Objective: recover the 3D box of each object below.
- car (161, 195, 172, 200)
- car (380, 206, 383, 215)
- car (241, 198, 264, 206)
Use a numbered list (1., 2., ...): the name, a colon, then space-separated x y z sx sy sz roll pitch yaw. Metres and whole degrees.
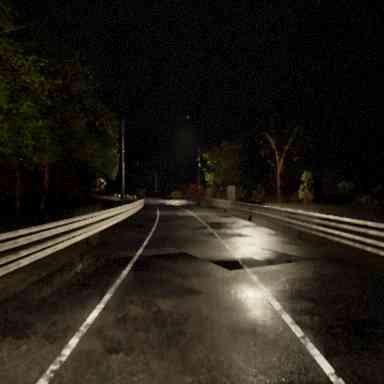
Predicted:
1. car: -7.069 1.583 91.786 1.837 1.490 4.892 0 0 -24
2. car: 20.090 1.533 30.108 2.150 2.045 5.566 0 0 -24
3. car: 9.627 1.730 53.872 1.837 1.490 4.892 0 0 -24
